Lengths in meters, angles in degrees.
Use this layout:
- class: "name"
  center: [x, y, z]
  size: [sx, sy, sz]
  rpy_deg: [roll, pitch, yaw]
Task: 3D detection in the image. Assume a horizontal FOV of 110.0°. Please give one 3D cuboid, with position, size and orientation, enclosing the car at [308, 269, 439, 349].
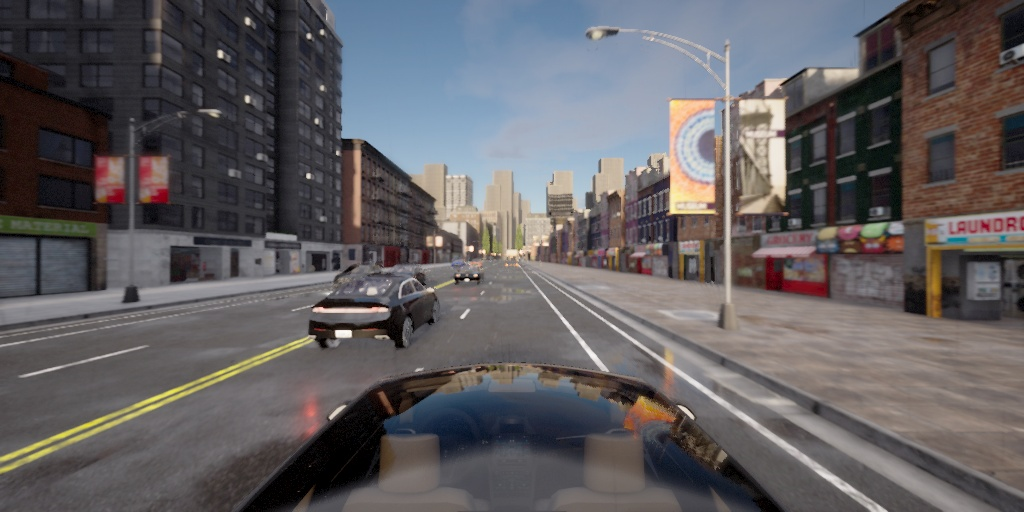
- class: "car"
  center: [-3.151, 1.249, 9.137]
  size: [2.128, 1.511, 4.902]
  rpy_deg: [0, 0, 0]

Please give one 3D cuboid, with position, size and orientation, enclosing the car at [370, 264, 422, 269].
- class: "car"
  center: [-6.597, 1.277, 22.146]
  size: [2.128, 1.511, 4.902]
  rpy_deg: [0, 0, 0]

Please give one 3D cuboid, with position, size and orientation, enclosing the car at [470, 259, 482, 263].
- class: "car"
  center: [-6.514, 1.282, 64.934]
  size: [2.097, 1.767, 4.553]
  rpy_deg: [0, 0, 0]

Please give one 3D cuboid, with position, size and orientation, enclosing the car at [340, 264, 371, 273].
- class: "car"
  center: [-9.845, 1.293, 23.457]
  size: [1.837, 1.490, 4.892]
  rpy_deg: [0, 0, 0]

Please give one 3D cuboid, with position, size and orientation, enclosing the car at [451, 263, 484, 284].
- class: "car"
  center: [-3.151, 1.399, 27.281]
  size: [1.895, 1.301, 4.718]
  rpy_deg: [0, 0, 0]
